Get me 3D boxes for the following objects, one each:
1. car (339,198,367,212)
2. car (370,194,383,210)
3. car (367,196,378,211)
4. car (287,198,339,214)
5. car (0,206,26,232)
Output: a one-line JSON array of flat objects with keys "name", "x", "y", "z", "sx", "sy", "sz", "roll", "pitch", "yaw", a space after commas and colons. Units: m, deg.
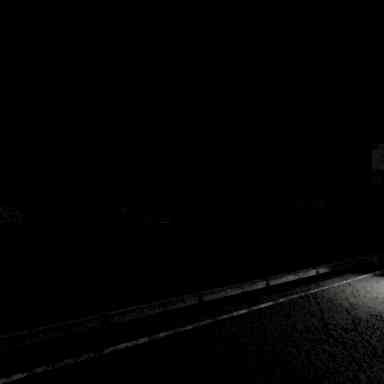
[{"name": "car", "x": 17.033, "y": 1.458, "z": 38.657, "sx": 2.097, "sy": 1.535, "sz": 5.008, "roll": 0, "pitch": 0, "yaw": -35}, {"name": "car", "x": 23.858, "y": 1.385, "z": 43.478, "sx": 2.185, "sy": 1.767, "sz": 4.553, "roll": 1, "pitch": 0, "yaw": -36}, {"name": "car", "x": 19.304, "y": 1.513, "z": 40.272, "sx": 2.002, "sy": 1.452, "sz": 4.674, "roll": 0, "pitch": 0, "yaw": -35}, {"name": "car", "x": 12.503, "y": 1.441, "z": 35.418, "sx": 2.097, "sy": 1.535, "sz": 5.008, "roll": 0, "pitch": 0, "yaw": -35}, {"name": "car", "x": -10.701, "y": 1.491, "z": 18.896, "sx": 2.002, "sy": 1.452, "sz": 4.674, "roll": 0, "pitch": 0, "yaw": -35}]
